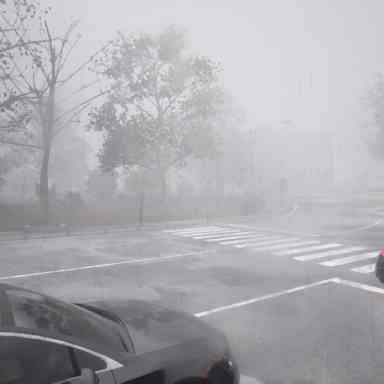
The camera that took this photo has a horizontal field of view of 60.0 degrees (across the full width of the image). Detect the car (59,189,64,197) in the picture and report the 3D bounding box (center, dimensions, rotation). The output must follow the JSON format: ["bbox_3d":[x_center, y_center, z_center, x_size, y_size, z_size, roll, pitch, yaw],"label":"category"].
[{"bbox_3d":[-26.112,0.294,72.451,2.231,1.521,4.892,-1,2,18],"label":"car"}]

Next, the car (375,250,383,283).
[{"bbox_3d":[6.382,1.539,8.165,4.181,1.385,1.994,0,0,-34],"label":"car"}]

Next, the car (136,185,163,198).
[{"bbox_3d":[-7.290,-0.082,57.878,2.435,2.045,5.566,-1,2,17],"label":"car"}]

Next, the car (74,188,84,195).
[{"bbox_3d":[-21.445,0.351,68.735,2.163,1.488,4.792,-1,2,18],"label":"car"}]

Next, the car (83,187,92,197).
[{"bbox_3d":[-19.091,0.192,66.956,2.185,1.767,4.553,-1,2,18],"label":"car"}]

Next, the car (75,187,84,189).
[{"bbox_3d":[-23.787,0.062,70.567,2.435,2.045,5.566,0,2,18],"label":"car"}]

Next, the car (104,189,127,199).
[{"bbox_3d":[-14.433,0.286,63.111,1.946,1.575,5.366,-1,2,17],"label":"car"}]

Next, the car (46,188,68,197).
[{"bbox_3d":[-30.753,0.103,76.151,2.185,1.767,4.553,0,2,19],"label":"car"}]

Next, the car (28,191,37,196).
[{"bbox_3d":[-37.635,0.114,81.832,2.097,1.535,5.008,0,2,20],"label":"car"}]

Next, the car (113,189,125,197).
[{"bbox_3d":[-12.038,0.125,61.458,2.185,1.767,4.553,-2,1,17],"label":"car"}]

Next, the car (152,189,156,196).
[{"bbox_3d":[-4.889,0.127,56.140,2.231,1.521,4.892,-1,2,16],"label":"car"}]

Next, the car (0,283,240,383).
[{"bbox_3d":[-1.799,1.505,2.476,4.892,1.490,1.837,0,0,-35],"label":"car"}]
